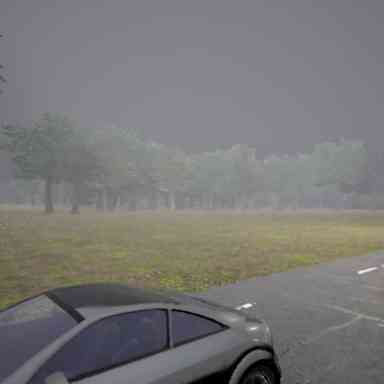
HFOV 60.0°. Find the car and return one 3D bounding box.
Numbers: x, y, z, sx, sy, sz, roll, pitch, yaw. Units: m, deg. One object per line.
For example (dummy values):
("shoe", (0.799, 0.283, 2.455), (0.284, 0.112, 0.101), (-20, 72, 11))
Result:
("car", (-1.079, 1.639, 3.019), (4.181, 1.385, 1.994), (1, -2, -38))
